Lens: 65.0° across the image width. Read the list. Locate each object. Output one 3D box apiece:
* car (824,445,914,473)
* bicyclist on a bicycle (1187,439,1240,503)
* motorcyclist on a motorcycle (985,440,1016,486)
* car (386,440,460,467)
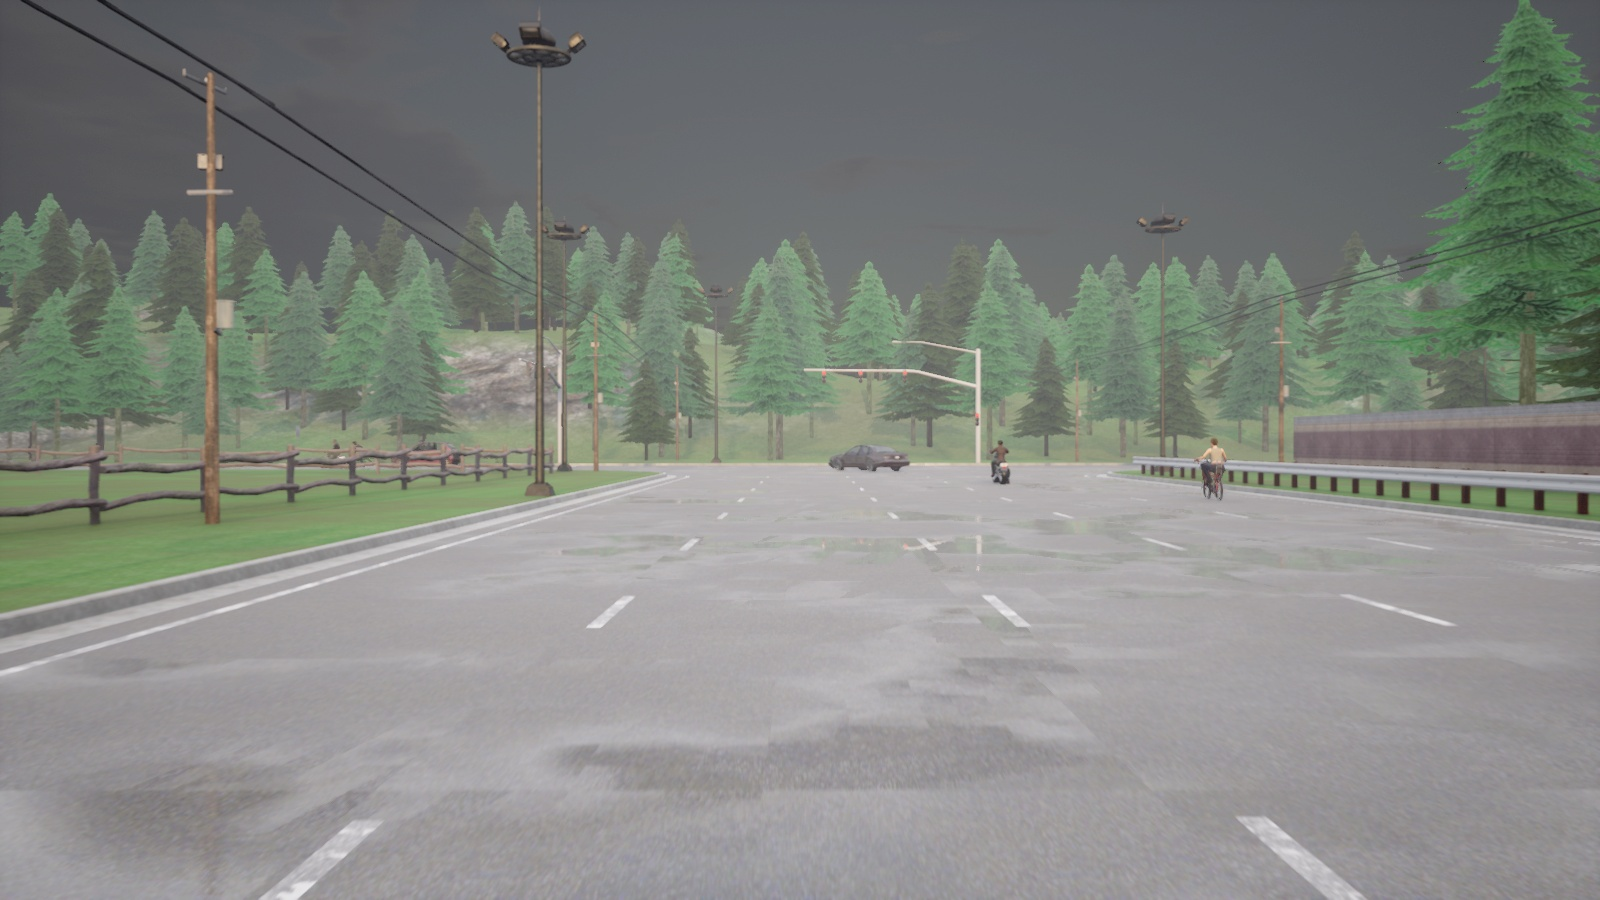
[{"bbox_3d":[3.599,0.445,66.802,2.033,1.411,5.357,0,0,-33],"label":"car"},{"bbox_3d":[10.695,0.520,32.521,0.866,1.612,1.509,0,0,1],"label":"bicyclist on a bicycle"},{"bbox_3d":[7.275,0.462,45.669,0.766,1.649,2.350,0,0,0],"label":"motorcyclist on a motorcycle"},{"bbox_3d":[-23.251,0.218,77.479,3.988,1.617,1.851,0,0,2],"label":"car"}]
